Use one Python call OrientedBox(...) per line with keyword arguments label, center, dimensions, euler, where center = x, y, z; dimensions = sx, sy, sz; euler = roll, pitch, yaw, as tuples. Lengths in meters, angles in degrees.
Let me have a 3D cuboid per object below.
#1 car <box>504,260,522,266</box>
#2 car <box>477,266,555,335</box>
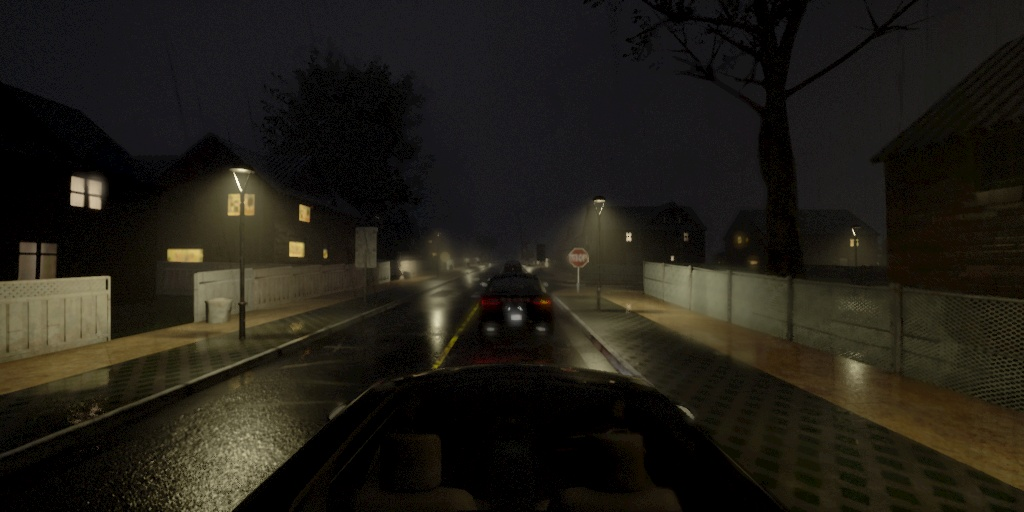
OrientedBox(label="car", center=(0.091, 1.217, 39.514), dimensions=(1.882, 1.535, 5.008), euler=(0, 0, 0))
OrientedBox(label="car", center=(0.096, 1.220, 10.485), dimensions=(1.882, 1.535, 5.008), euler=(0, 0, 0))
